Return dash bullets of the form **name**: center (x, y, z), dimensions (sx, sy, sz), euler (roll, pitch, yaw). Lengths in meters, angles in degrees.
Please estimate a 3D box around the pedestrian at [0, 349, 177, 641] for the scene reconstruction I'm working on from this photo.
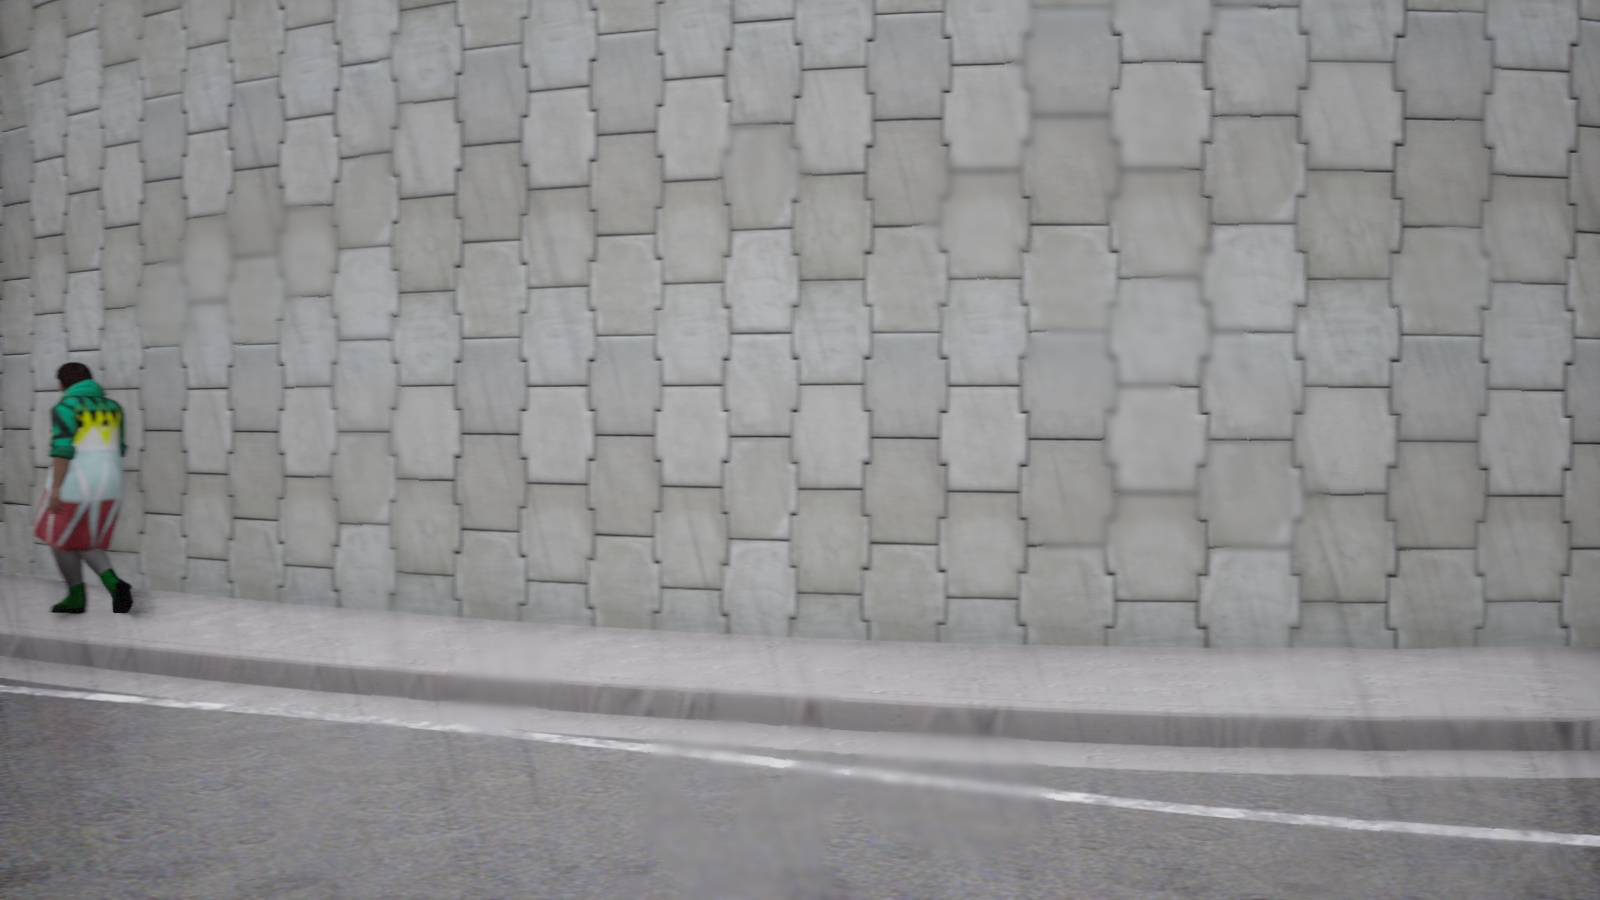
- **pedestrian**: center (-5.007, 0.300, 8.831), dimensions (0.873, 1.952, 0.659), euler (0, 1, 17)
